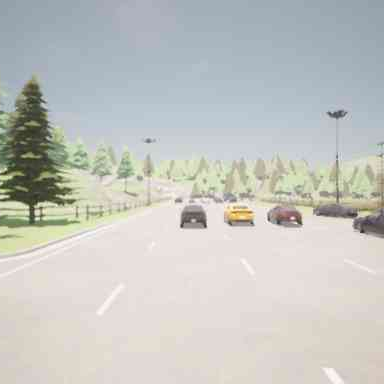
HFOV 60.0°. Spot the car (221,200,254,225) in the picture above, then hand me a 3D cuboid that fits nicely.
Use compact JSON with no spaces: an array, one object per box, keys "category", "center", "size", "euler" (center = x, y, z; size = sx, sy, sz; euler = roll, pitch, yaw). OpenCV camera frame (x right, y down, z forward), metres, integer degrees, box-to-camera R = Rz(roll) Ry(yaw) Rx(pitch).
[{"category":"car","center":[3.603,1.679,26.265],"size":[1.882,1.535,5.008],"euler":[0,0,0]}]

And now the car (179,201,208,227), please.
[{"category":"car","center":[0.105,1.695,24.676],"size":[1.837,1.490,4.892],"euler":[0,0,0]}]

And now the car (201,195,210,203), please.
[{"category":"car","center":[3.513,1.861,85.493],"size":[2.150,2.045,5.566],"euler":[0,0,0]}]

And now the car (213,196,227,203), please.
[{"category":"car","center":[7.013,2.186,85.460],"size":[2.033,1.411,5.357],"euler":[0,0,0]}]

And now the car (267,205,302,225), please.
[{"category":"car","center":[7.104,1.724,25.743],"size":[1.812,1.442,4.674],"euler":[0,0,0]}]

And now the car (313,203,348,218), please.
[{"category":"car","center":[14.141,1.819,33.035],"size":[1.994,1.385,4.181],"euler":[0,0,-29]}]

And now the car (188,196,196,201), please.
[{"category":"car","center":[0.013,2.245,85.907],"size":[1.895,1.301,4.718],"euler":[0,0,0]}]

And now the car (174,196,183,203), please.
[{"category":"car","center":[-3.487,2.113,85.462],"size":[1.882,1.535,5.008],"euler":[0,0,0]}]

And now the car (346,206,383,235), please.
[{"category":"car","center":[10.603,1.683,17.692],"size":[2.033,1.411,5.357],"euler":[0,-1,0]}]

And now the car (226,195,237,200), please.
[{"category":"car","center":[10.513,2.136,85.460],"size":[1.837,1.490,4.892],"euler":[0,0,0]}]
